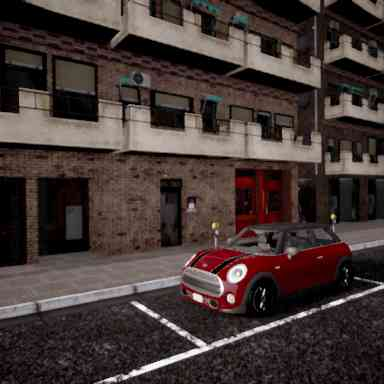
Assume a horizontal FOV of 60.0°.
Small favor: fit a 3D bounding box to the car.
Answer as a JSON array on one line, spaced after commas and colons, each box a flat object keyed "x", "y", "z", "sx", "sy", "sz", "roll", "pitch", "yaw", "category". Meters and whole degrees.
[{"x": 1.722, "y": 1.436, "z": 7.341, "sx": 4.097, "sy": 1.590, "sz": 1.967, "roll": 0, "pitch": -1, "yaw": -36, "category": "car"}]
